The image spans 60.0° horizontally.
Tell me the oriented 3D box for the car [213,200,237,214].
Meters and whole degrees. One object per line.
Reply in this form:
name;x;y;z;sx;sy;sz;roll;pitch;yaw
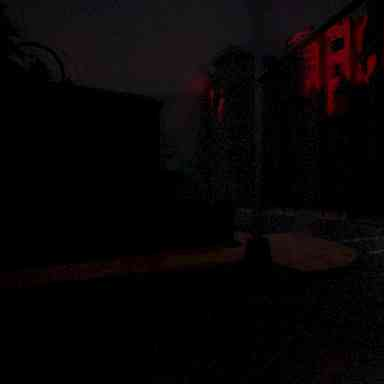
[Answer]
car;3.150;1.586;36.237;1.812;1.442;4.674;0;0;-26
